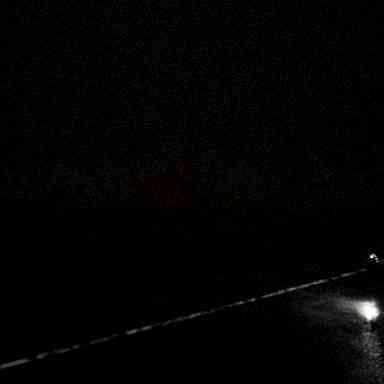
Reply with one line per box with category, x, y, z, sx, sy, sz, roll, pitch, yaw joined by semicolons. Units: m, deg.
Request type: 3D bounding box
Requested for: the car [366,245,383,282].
car;6.363;1.515;8.530;4.674;1.442;1.812;0;0;-35
